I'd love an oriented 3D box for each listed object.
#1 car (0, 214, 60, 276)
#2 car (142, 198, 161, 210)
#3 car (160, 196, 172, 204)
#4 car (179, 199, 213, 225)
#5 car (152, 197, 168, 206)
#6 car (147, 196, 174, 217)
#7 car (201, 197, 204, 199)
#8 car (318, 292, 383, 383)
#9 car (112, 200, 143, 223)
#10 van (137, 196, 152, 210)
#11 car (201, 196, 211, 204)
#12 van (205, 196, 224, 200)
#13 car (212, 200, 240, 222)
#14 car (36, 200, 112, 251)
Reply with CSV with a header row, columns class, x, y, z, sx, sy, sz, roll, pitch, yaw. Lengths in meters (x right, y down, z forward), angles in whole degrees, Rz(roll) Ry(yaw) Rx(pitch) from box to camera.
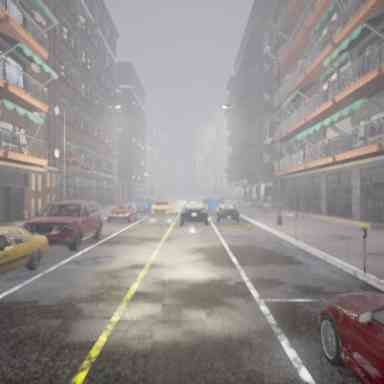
class,x,y,z,sx,sy,sz,roll,pitch,yaw
car,-5.291,1.523,8.435,1.752,1.417,4.829,1,0,0
car,-5.170,1.538,42.630,1.887,1.381,4.507,1,0,0
car,-5.115,1.543,65.313,1.887,1.381,4.507,1,0,0
car,0.158,1.498,24.008,2.163,1.488,4.792,0,0,0
car,-5.143,1.546,53.972,2.008,1.369,4.403,1,0,0
car,-2.771,1.471,31.513,1.882,1.535,5.008,0,0,0
car,0.202,1.594,41.611,1.895,1.301,4.718,0,0,0
car,2.581,1.581,2.944,1.802,1.307,4.206,1,0,0
car,-5.223,1.576,25.617,1.802,1.307,4.206,1,0,0
van,-5.181,1.335,36.959,1.690,1.788,3.998,1,0,0
car,2.732,1.543,65.322,1.887,1.381,4.507,1,0,0
van,2.666,1.334,36.968,1.690,1.788,3.998,1,0,0
car,2.636,1.545,25.627,2.008,1.369,4.403,1,0,0
car,-5.277,1.312,14.275,2.192,1.841,5.009,1,0,0
